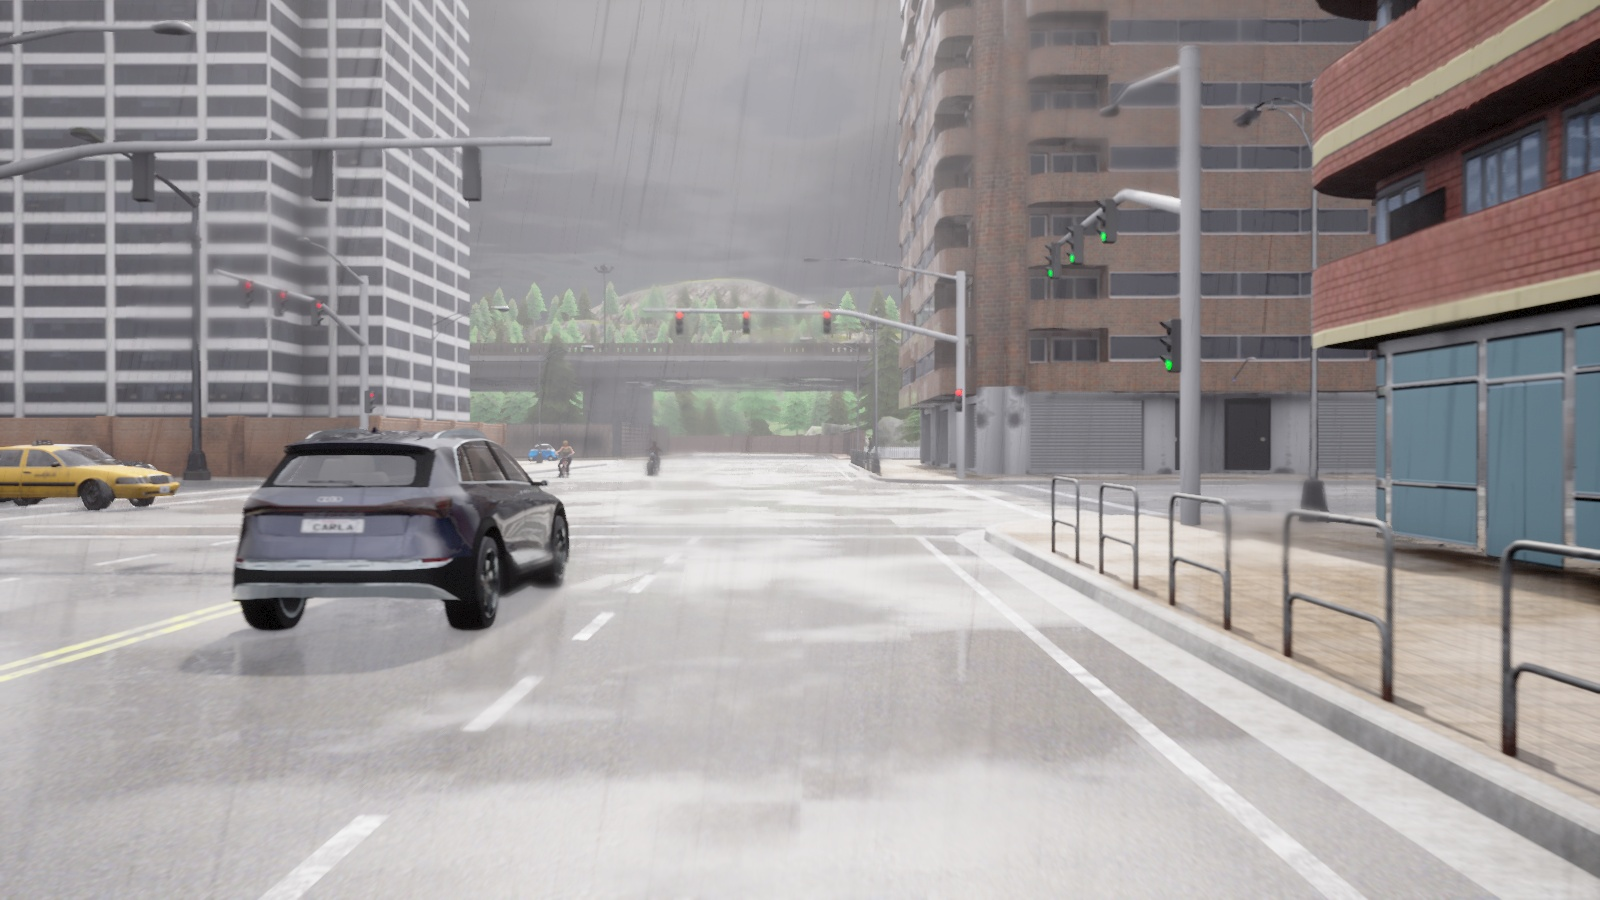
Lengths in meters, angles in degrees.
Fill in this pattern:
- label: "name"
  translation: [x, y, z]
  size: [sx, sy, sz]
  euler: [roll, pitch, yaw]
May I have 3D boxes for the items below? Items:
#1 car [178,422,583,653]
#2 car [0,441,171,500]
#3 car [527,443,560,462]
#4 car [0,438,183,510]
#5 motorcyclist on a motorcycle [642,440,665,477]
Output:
- label: "car"
  translation: [-3.421, 0.609, 11.407]
  size: [2.033, 1.649, 4.856]
  euler: [0, 0, 0]
- label: "car"
  translation: [-18.632, 0.514, 32.429]
  size: [3.806, 1.475, 1.970]
  euler: [0, 0, -1]
- label: "car"
  translation: [-19.591, 0.190, 95.809]
  size: [2.207, 1.376, 1.481]
  euler: [0, 0, 0]
- label: "car"
  translation: [-17.122, 0.510, 28.621]
  size: [5.366, 1.575, 1.801]
  euler: [0, 1, 7]
- label: "motorcyclist on a motorcycle"
  translation: [-6.664, 0.369, 57.136]
  size: [0.766, 1.649, 2.350]
  euler: [0, 0, 0]
